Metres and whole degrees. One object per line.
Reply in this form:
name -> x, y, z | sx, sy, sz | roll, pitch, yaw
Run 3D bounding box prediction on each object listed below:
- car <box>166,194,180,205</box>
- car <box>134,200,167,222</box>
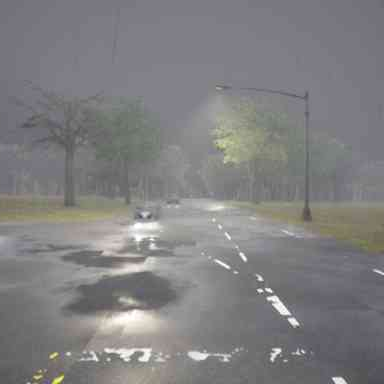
car -> -3.464, 1.387, 61.352 | 2.150, 2.045, 5.566 | 0, 0, 0
car -> -3.451, 1.512, 26.883 | 2.128, 1.511, 4.902 | 0, 0, 0
